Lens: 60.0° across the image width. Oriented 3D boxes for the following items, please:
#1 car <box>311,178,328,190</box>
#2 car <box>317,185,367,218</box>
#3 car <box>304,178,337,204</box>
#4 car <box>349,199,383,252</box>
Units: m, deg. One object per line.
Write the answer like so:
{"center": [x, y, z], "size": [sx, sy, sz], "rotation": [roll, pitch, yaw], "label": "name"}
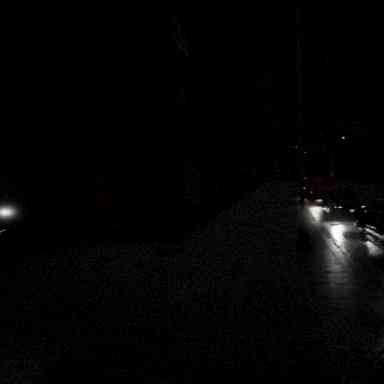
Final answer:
{"center": [19.987, -1.299, 52.333], "size": [1.882, 1.535, 5.008], "rotation": [-2, 3, 14], "label": "car"}
{"center": [8.581, 0.580, 18.966], "size": [1.837, 1.490, 4.892], "rotation": [-2, 2, 14], "label": "car"}
{"center": [10.974, -0.163, 28.507], "size": [2.150, 2.045, 5.566], "rotation": [-2, 2, 14], "label": "car"}
{"center": [6.307, 1.098, 9.887], "size": [1.895, 1.301, 4.718], "rotation": [-2, 2, 14], "label": "car"}
